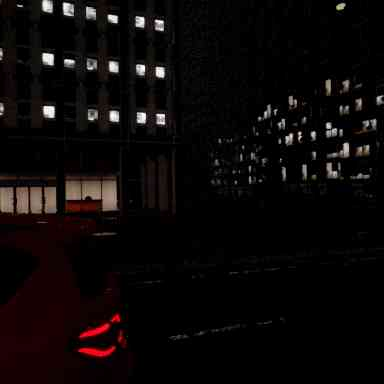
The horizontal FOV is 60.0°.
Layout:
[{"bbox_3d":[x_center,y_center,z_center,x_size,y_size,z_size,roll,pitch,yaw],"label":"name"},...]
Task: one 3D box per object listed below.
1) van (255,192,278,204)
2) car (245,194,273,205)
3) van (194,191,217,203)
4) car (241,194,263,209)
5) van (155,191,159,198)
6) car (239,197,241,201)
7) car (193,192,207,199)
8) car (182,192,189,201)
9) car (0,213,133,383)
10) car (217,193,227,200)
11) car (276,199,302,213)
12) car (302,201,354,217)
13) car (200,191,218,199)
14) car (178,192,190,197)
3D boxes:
[{"bbox_3d":[11.993,0.872,53.712,1.690,1.788,3.998,0,1,-21],"label":"van"},{"bbox_3d":[10.198,1.065,51.140,1.882,1.535,5.008,-1,1,-21],"label":"car"},{"bbox_3d":[2.136,0.953,56.027,1.690,1.788,3.998,0,1,-21],"label":"van"},{"bbox_3d":[8.180,1.332,40.087,1.947,1.339,4.313,0,1,-21],"label":"car"},{"bbox_3d":[-8.021,0.688,82.568,1.690,1.788,3.998,0,1,-21],"label":"van"},{"bbox_3d":[9.963,1.061,59.023,1.802,1.307,4.206,0,1,-21],"label":"car"},{"bbox_3d":[1.837,0.707,80.254,1.967,1.590,4.097,0,1,-21],"label":"car"},{"bbox_3d":[-1.926,1.057,66.645,2.008,1.369,4.403,0,1,-21],"label":"car"},{"bbox_3d":[-3.221,1.224,2.279,5.566,2.045,2.150,0,0,-22],"label":"car"},{"bbox_3d":[5.901,0.955,69.640,1.802,1.307,4.206,0,1,-21],"label":"car"},{"bbox_3d":[10.157,1.400,34.759,1.802,1.307,4.206,0,1,-21],"label":"car"},{"bbox_3d":[12.172,1.435,29.442,1.947,1.339,4.313,0,1,-21],"label":"car"},{"bbox_3d":[3.868,0.635,74.945,2.192,1.841,5.009,0,1,-21],"label":"car"},{"bbox_3d":[-2.225,0.711,90.871,2.008,1.369,4.403,0,1,-21],"label":"car"}]
